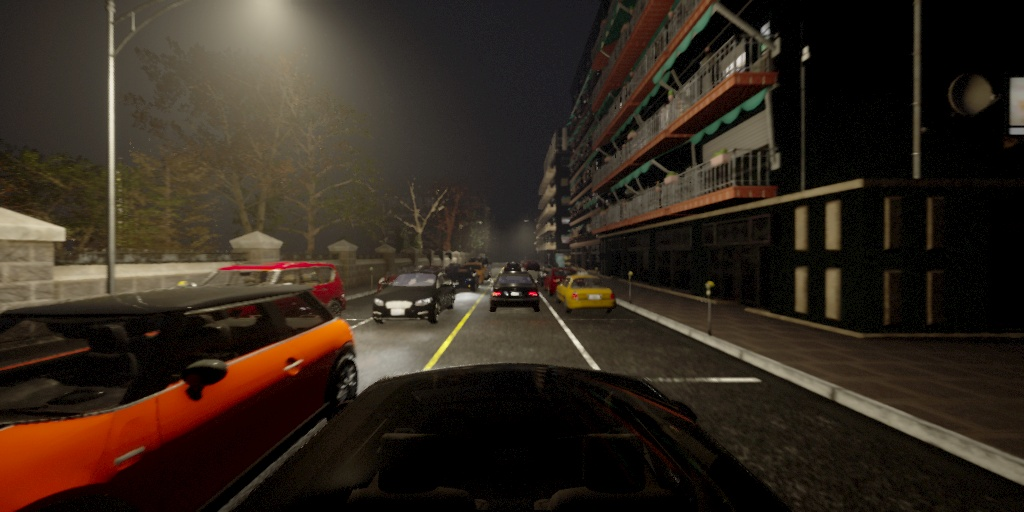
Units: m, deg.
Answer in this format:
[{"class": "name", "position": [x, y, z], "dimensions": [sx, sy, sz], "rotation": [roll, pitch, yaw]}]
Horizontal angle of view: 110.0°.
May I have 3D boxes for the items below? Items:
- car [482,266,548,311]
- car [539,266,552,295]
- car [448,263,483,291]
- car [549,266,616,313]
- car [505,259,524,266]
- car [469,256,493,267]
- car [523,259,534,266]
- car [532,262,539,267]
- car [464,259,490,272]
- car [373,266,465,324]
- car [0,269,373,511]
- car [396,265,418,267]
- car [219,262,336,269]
[{"class": "car", "position": [0.095, 1.319, 14.476], "dimensions": [2.033, 1.411, 5.357], "rotation": [0, 0, 0]}, {"class": "car", "position": [2.684, 1.326, 19.331], "dimensions": [1.888, 1.381, 4.507], "rotation": [0, 0, 0]}, {"class": "car", "position": [-3.091, 1.350, 21.976], "dimensions": [1.994, 1.385, 4.181], "rotation": [0, 0, 0]}, {"class": "car", "position": [2.685, 1.296, 13.966], "dimensions": [1.751, 1.417, 4.829], "rotation": [0, 0, 0]}, {"class": "car", "position": [0.084, 1.390, 41.942], "dimensions": [1.994, 1.385, 4.181], "rotation": [0, 0, 0]}, {"class": "car", "position": [-3.067, 1.052, 32.945], "dimensions": [2.150, 2.045, 5.566], "rotation": [0, 0, 1]}, {"class": "car", "position": [2.675, 1.381, 47.007], "dimensions": [1.888, 1.381, 4.507], "rotation": [0, 0, 0]}, {"class": "car", "position": [2.682, 1.342, 24.867], "dimensions": [2.007, 1.370, 4.403], "rotation": [0, 0, 0]}, {"class": "car", "position": [-2.996, 1.290, 27.644], "dimensions": [1.882, 1.535, 5.008], "rotation": [0, 2, 0]}, {"class": "car", "position": [-3.097, 1.259, 12.169], "dimensions": [2.128, 1.511, 4.902], "rotation": [0, 0, 0]}, {"class": "car", "position": [-3.071, 1.104, 2.869], "dimensions": [2.097, 1.767, 4.553], "rotation": [0, 0, 0]}, {"class": "car", "position": [-5.697, 1.221, 19.328], "dimensions": [1.967, 1.591, 4.097], "rotation": [0, 0, 0]}, {"class": "car", "position": [-5.693, 1.075, 8.257], "dimensions": [2.192, 1.841, 5.009], "rotation": [0, 0, 0]}]
